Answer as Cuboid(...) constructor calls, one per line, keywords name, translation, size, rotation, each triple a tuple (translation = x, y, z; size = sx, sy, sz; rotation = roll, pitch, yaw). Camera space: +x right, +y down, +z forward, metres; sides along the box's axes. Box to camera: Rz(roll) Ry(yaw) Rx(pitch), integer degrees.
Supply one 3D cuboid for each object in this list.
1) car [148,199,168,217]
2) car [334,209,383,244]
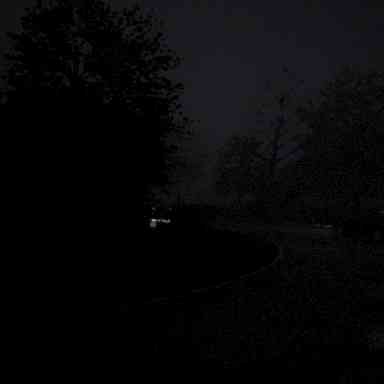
Cuboid(name="car", translation=(-3.453, 1.421, 31.083), size=(2.097, 1.767, 4.553), rotation=(1, 0, -25))
Cuboid(name="car", translation=(9.086, 1.598, 16.536), size=(1.882, 1.535, 5.008), rotation=(2, -1, -8))
